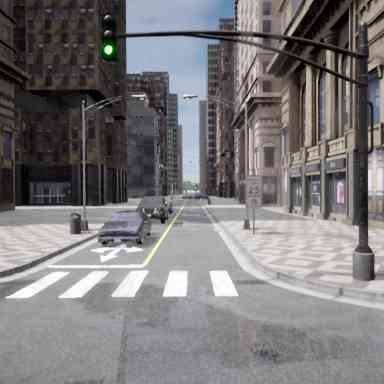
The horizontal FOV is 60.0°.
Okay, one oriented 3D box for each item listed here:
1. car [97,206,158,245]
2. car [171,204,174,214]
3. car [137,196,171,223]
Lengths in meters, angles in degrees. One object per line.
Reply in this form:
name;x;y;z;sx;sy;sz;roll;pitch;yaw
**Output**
car;-3.106;1.642;16.466;2.033;1.411;5.357;0;0;0
car;-3.084;1.682;37.016;1.812;1.442;4.674;0;0;0
car;-3.102;1.347;26.685;2.150;2.045;5.566;0;0;-1
